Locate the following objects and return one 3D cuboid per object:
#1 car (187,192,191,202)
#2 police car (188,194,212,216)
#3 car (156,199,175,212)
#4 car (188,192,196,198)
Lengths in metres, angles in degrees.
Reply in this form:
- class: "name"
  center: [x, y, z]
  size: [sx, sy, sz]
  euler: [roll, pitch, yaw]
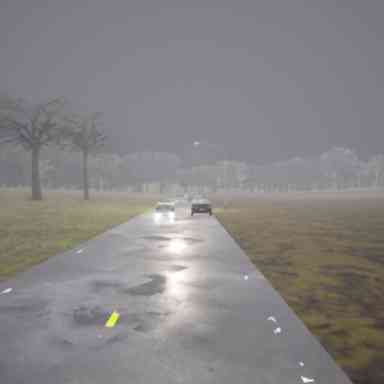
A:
- class: "car"
  center: [0.004, 1.121, 64.868]
  size: [2.033, 1.411, 5.357]
  euler: [0, 1, 0]
- class: "police car"
  center: [0.827, 1.255, 30.621]
  size: [1.930, 1.638, 5.238]
  euler: [0, 0, 0]
- class: "car"
  center: [-2.842, 1.393, 36.211]
  size: [1.895, 1.301, 4.718]
  euler: [0, 0, 0]
- class: "car"
  center: [0.006, 0.794, 85.665]
  size: [1.812, 1.442, 4.674]
  euler: [0, 1, 0]
